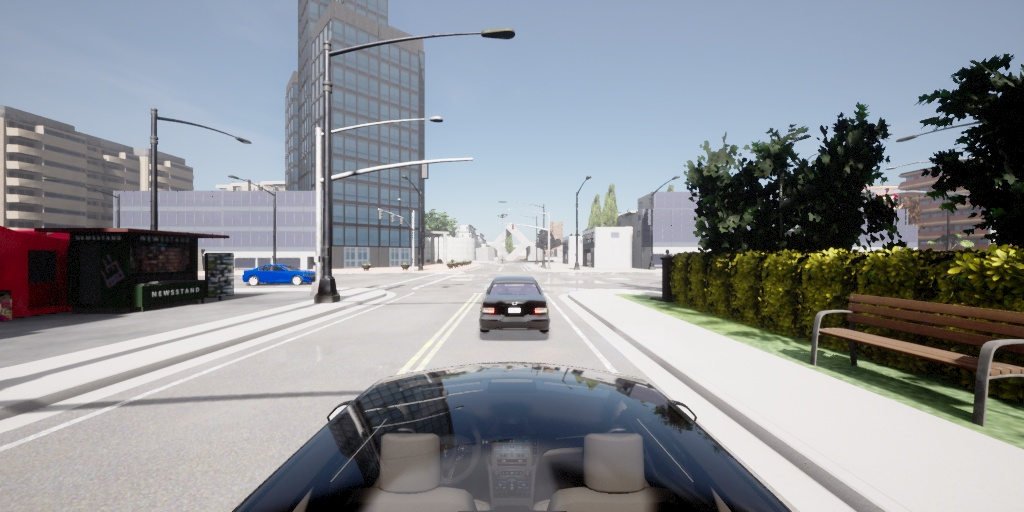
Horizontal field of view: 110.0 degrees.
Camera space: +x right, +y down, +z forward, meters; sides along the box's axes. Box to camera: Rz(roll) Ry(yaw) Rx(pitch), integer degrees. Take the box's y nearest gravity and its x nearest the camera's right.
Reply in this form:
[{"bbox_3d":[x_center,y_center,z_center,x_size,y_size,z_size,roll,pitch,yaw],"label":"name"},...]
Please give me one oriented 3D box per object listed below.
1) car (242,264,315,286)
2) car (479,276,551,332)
[{"bbox_3d":[-16.776,1.336,26.166,5.008,1.535,1.882,-1,0,0],"label":"car"},{"bbox_3d":[0.070,1.297,10.756,2.033,1.411,5.357,0,0,0],"label":"car"}]
